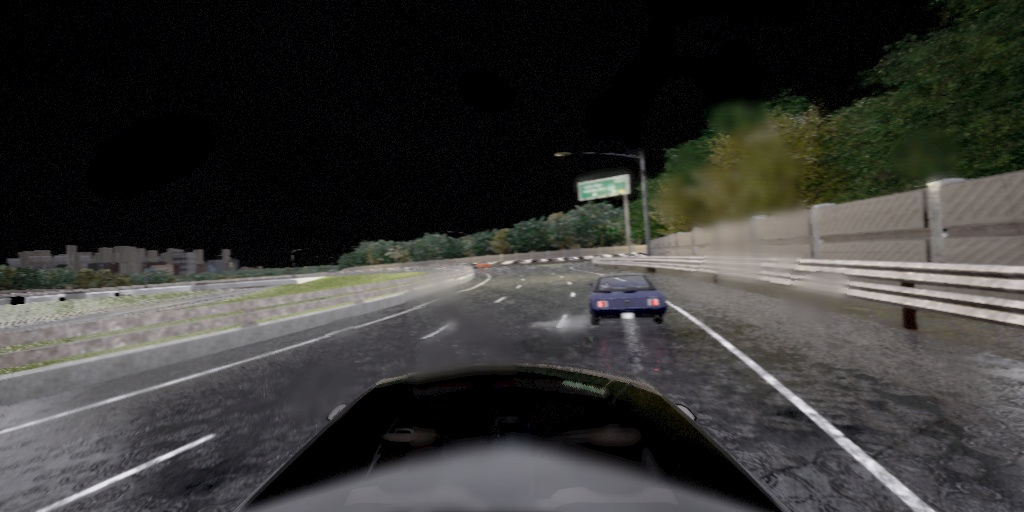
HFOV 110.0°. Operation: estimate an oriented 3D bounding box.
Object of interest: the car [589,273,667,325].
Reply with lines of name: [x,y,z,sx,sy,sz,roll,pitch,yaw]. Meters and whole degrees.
car: [3.365,1.187,11.094,1.895,1.301,4.718,-4,0,13]
